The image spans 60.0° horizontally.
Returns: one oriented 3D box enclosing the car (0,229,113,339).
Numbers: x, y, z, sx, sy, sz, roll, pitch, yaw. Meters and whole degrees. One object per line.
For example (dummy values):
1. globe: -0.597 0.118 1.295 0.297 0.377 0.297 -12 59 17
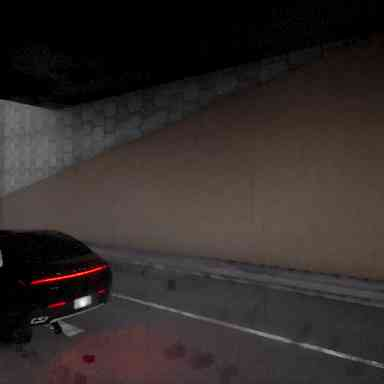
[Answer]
1. car: -3.657 1.501 6.590 4.892 1.490 1.837 -1 -1 36
